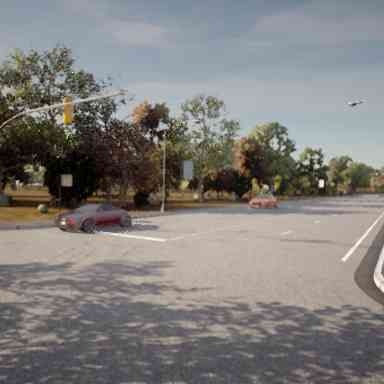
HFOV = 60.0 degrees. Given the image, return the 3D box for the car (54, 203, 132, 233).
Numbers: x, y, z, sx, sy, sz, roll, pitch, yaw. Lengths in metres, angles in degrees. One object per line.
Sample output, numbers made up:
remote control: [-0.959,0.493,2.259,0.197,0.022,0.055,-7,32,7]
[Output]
car: [-5.156,1.306,17.756,1.994,1.385,4.181,1,1,32]

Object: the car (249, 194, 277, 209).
car: [8.476,1.048,39.339,2.097,1.767,4.553,1,1,32]
